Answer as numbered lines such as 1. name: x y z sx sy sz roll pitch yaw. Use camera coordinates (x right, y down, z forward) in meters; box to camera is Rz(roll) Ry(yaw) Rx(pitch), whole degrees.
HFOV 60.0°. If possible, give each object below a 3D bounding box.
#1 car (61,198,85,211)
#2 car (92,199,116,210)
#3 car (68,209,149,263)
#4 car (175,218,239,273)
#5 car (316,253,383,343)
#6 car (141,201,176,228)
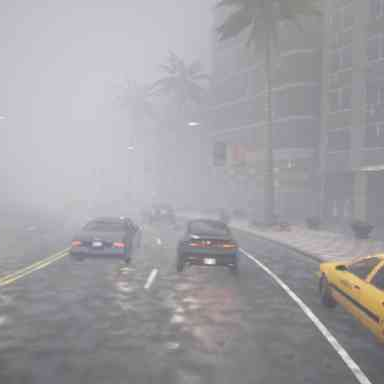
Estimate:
1. car: -14.790 1.447 41.327 1.882 1.535 5.008 3 -1 -34
2. car: -11.225 1.610 42.278 2.128 1.511 4.902 3 -1 -34
3. car: -2.927 1.594 12.186 2.033 1.411 5.357 2 -1 -4
4. car: 0.426 1.670 11.437 1.837 1.490 4.892 3 -1 -2
5. car: 3.592 1.667 5.488 1.801 1.575 5.366 2 -1 4
6. car: -2.839 1.593 26.923 2.097 1.767 4.553 2 -1 -19
